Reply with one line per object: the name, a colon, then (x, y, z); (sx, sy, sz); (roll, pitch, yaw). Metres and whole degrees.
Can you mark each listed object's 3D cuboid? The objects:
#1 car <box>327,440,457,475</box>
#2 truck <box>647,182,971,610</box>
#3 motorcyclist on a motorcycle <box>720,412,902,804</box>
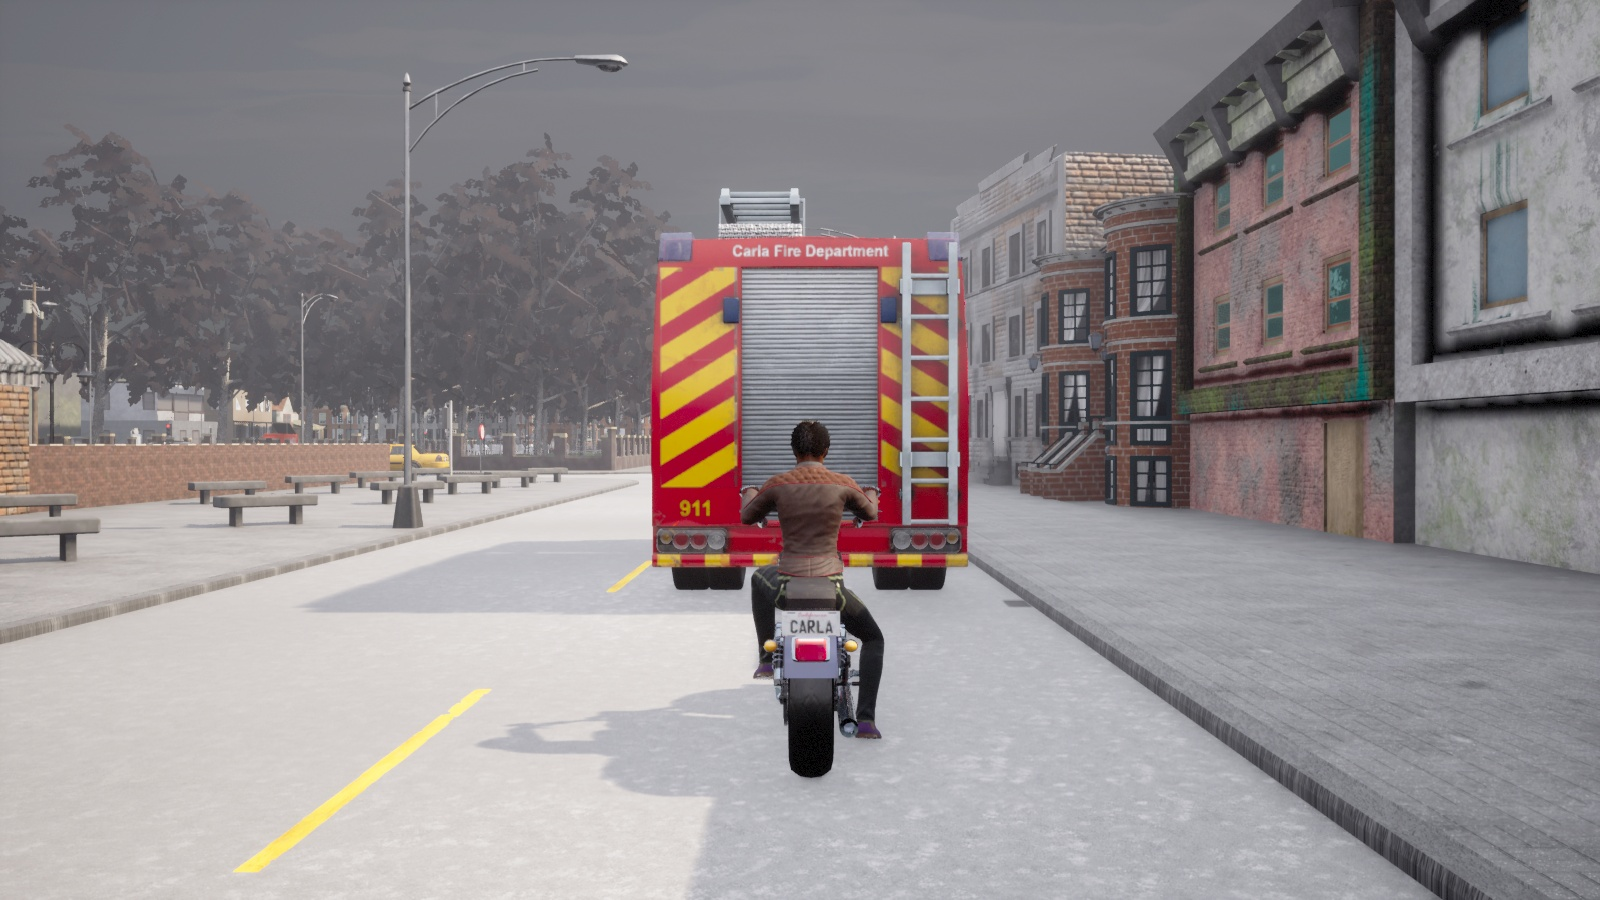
car: (-18.580, 0.347, 57.321); (5.366, 1.575, 1.801); (0, 0, -2)
truck: (0.104, -0.505, 15.458); (2.891, 3.827, 8.468); (0, 0, 0)
motorcyclist on a motorcycle: (0.052, 0.660, 6.460); (0.766, 1.649, 2.350); (0, 0, 0)
